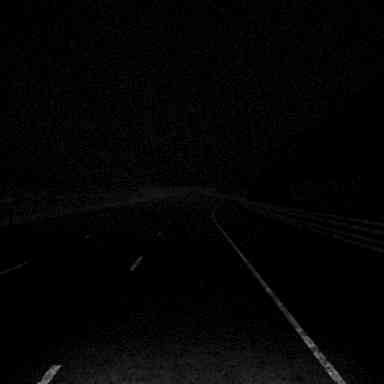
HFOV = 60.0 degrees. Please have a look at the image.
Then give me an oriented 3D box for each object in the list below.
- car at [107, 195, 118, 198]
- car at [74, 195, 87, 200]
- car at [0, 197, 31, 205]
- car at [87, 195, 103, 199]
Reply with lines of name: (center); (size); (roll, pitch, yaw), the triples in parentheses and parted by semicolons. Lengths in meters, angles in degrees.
car: (-17.477, 1.379, 73.628); (1.882, 1.535, 5.008); (0, 0, 0)
car: (-24.477, 1.453, 73.630); (1.994, 1.385, 4.181); (0, 0, 0)
car: (-17.579, 1.469, 31.234); (1.882, 1.535, 5.008); (0, 0, 0)
car: (-20.977, 1.453, 73.629); (1.994, 1.385, 4.181); (0, 0, 0)
